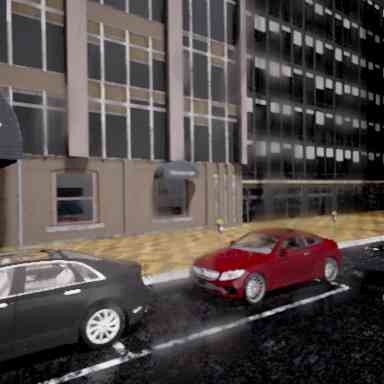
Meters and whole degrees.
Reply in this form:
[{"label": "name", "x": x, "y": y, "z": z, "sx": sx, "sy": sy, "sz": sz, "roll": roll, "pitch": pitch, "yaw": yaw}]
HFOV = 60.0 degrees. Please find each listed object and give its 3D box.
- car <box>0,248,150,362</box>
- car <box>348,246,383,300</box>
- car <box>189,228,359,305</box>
[{"label": "car", "x": -2.731, "y": 1.549, "z": 4.622, "sx": 4.403, "sy": 1.369, "sz": 2.008, "roll": 0, "pitch": 0, "yaw": -35}, {"label": "car", "x": 5.702, "y": 1.488, "z": 7.422, "sx": 5.357, "sy": 1.411, "sz": 2.033, "roll": -1, "pitch": 0, "yaw": -35}, {"label": "car", "x": 1.903, "y": 1.542, "z": 7.912, "sx": 4.206, "sy": 1.307, "sz": 1.802, "roll": 0, "pitch": 0, "yaw": -35}]
